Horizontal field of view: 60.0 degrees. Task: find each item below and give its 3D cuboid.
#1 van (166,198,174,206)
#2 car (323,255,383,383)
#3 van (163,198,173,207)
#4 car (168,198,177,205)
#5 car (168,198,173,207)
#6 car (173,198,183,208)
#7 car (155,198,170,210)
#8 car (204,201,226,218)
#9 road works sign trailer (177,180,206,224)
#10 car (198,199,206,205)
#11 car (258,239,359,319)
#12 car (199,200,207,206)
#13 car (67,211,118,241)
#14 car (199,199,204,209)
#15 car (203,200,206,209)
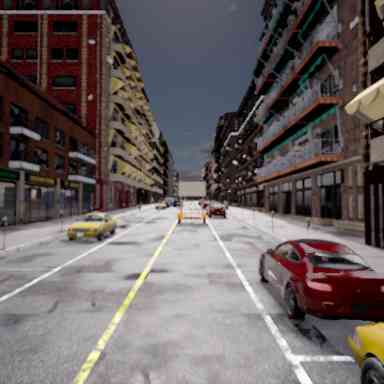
[{"bbox_3d":[-5.268,2.365,79.139,1.690,1.788,3.998,1,-1,0],"label":"van"},{"bbox_3d":[2.587,1.547,1.824,1.752,1.417,4.829,2,-1,0],"label":"car"},{"bbox_3d":[-5.269,2.282,73.608,1.690,1.788,3.998,2,-1,0],"label":"van"},{"bbox_3d":[-5.264,2.508,90.199,2.192,1.841,5.009,1,-1,0],"label":"car"},{"bbox_3d":[-5.271,2.098,62.550,2.192,1.841,5.009,2,-1,0],"label":"car"},{"bbox_3d":[-2.755,2.316,64.685,1.837,1.490,4.892,0,-1,1],"label":"car"},{"bbox_3d":[-5.279,2.230,56.846,1.752,1.417,4.829,2,-1,0],"label":"car"},{"bbox_3d":[2.595,1.955,34.830,1.887,1.381,4.507,1,-1,0],"label":"car"},{"bbox_3d":[-0.002,0.783,27.531,2.380,3.560,2.880,0,-1,0],"label":"road works sign trailer"},{"bbox_3d":[2.620,2.631,90.134,1.967,1.590,4.097,1,-1,0],"label":"car"},{"bbox_3d":[2.587,1.663,7.182,1.802,1.307,4.206,1,-1,0],"label":"car"},{"bbox_3d":[2.608,2.567,79.072,1.887,1.381,4.507,1,-1,0],"label":"car"},{"bbox_3d":[-5.288,1.732,18.142,1.752,1.417,4.829,2,-1,0],"label":"car"},{"bbox_3d":[2.601,2.250,56.951,1.887,1.381,4.507,1,-1,0],"label":"car"},{"bbox_3d":[2.597,2.009,40.532,1.752,1.417,4.829,1,-1,0],"label":"car"}]
